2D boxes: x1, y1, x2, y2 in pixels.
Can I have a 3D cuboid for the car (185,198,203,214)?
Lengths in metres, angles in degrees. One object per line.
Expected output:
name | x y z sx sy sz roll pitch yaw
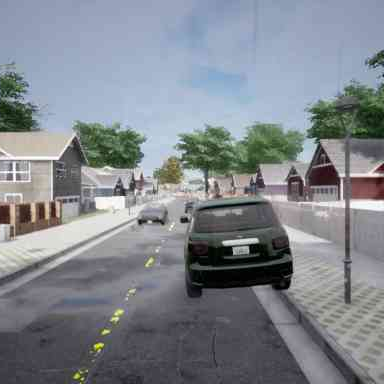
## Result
car | 0.189 1.461 36.234 1.837 1.490 4.892 0 0 0

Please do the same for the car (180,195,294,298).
car | 0.902 1.143 8.673 2.150 2.045 5.566 -5 0 0

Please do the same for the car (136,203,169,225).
car | -2.672 1.524 23.843 2.033 1.411 5.357 0 0 0

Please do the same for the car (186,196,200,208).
car | 0.182 1.416 46.601 1.882 1.535 5.008 0 0 1
